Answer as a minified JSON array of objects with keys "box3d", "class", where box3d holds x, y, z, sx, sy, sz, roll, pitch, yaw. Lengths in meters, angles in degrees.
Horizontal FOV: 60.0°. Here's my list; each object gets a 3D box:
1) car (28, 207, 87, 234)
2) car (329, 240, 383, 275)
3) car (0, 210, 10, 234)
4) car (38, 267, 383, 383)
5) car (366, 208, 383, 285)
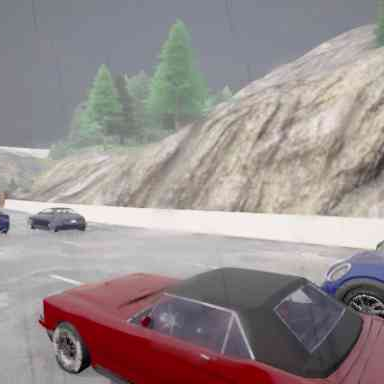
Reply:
[{"box3d":[-8.056,1.594,19.759,4.181,1.385,1.994,0,0,42],"class":"car"},{"box3d":[4.474,1.368,5.199,4.553,1.767,2.097,0,0,36],"class":"car"},{"box3d":[-11.839,1.500,18.460,5.008,1.535,1.882,0,0,42],"class":"car"},{"box3d":[0.226,1.610,3.915,4.718,1.301,1.895,0,0,36],"class":"car"},{"box3d":[6.799,1.377,7.838,4.553,1.767,2.097,0,0,35],"class":"car"}]
